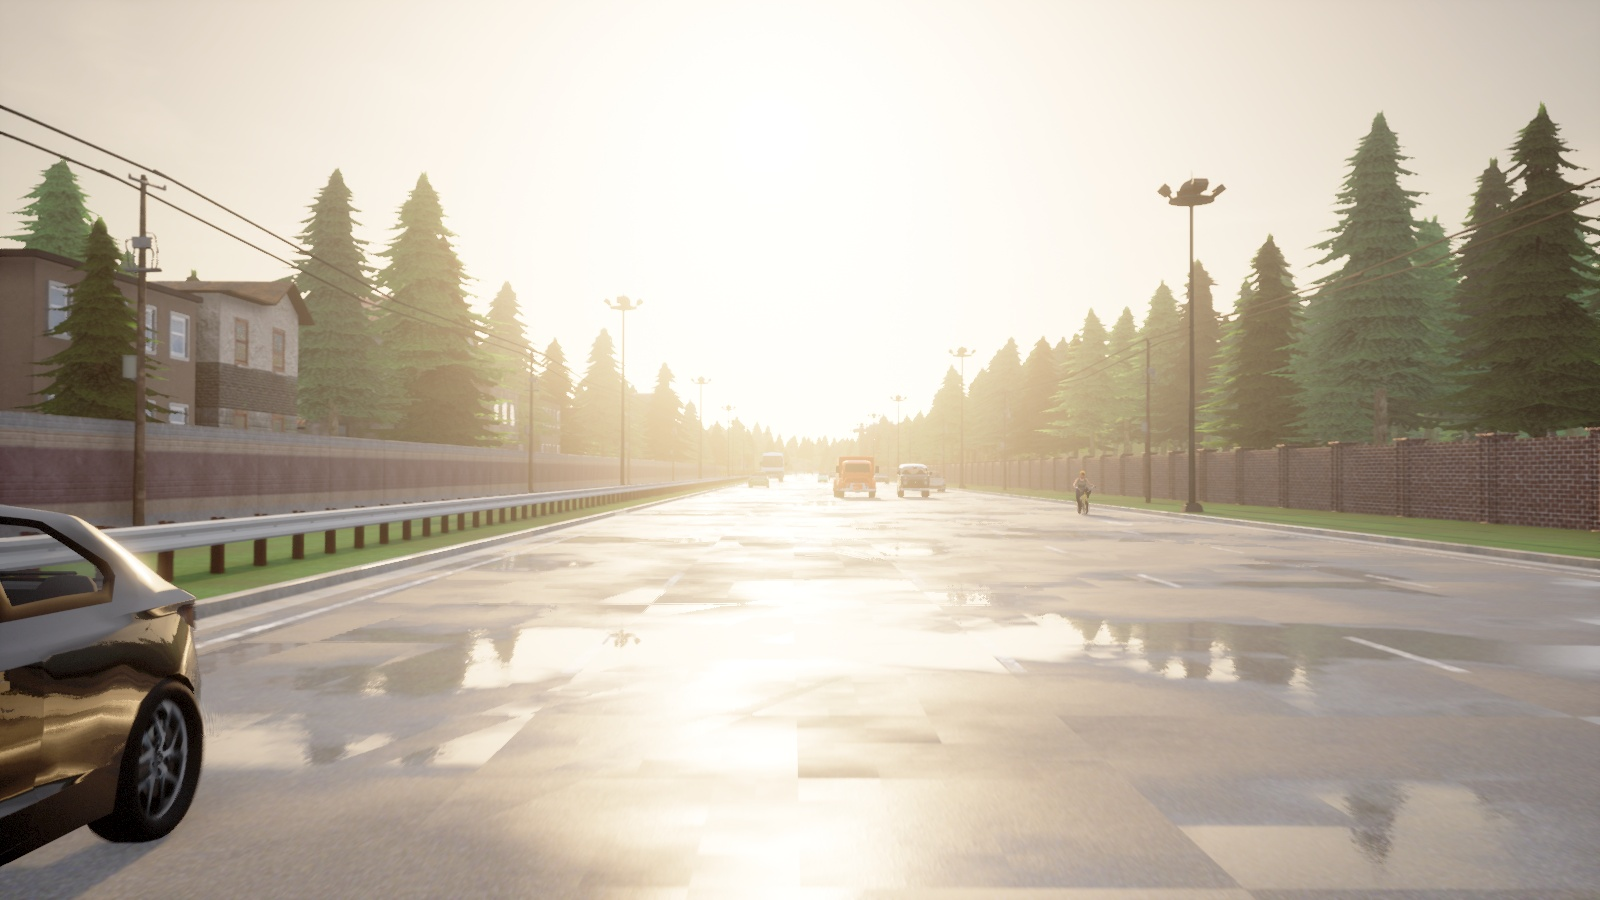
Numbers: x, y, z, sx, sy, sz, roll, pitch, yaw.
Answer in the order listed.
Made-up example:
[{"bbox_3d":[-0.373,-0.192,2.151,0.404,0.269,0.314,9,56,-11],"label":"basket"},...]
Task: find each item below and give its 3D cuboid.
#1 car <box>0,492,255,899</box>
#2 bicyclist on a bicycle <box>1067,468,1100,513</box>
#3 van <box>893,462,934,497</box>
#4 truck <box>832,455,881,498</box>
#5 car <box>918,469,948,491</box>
[{"bbox_3d":[-3.509,0.908,3.898,1.816,1.474,4.193,0,-1,0],"label":"car"},{"bbox_3d":[10.395,1.484,46.082,0.866,1.612,1.509,0,-1,0],"label":"bicyclist on a bicycle"},{"bbox_3d":[6.833,1.785,75.936,2.069,2.038,4.480,0,-1,1],"label":"van"},{"bbox_3d":[3.320,1.568,74.768,2.627,2.467,5.204,0,-1,0],"label":"truck"},{"bbox_3d":[10.270,2.303,97.241,1.851,1.617,3.988,0,-1,0],"label":"car"}]
